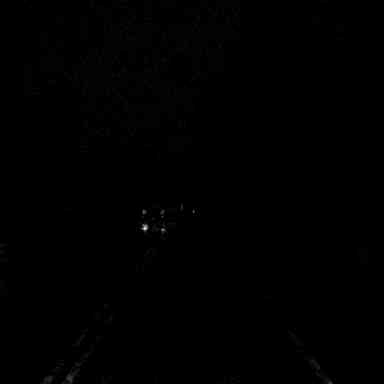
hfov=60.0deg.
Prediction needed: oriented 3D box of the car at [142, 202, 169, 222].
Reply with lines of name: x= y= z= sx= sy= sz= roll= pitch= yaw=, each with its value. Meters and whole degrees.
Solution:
car: x=-3.313 y=1.746 z=30.567 sx=2.097 sy=1.767 sz=4.553 roll=0 pitch=-1 yaw=0

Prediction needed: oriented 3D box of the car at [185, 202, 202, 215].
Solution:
car: x=0.207 y=2.075 z=41.614 sx=1.837 sy=1.490 sz=4.892 roll=0 pitch=-1 yaw=1
